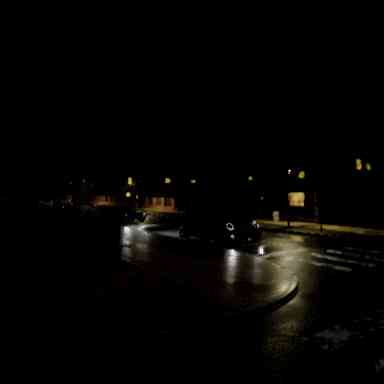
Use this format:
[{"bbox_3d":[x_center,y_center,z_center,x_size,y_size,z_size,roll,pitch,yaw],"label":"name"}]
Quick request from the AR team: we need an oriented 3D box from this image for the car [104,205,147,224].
[{"bbox_3d":[-5.380,1.741,26.504,1.895,1.301,4.718,-1,1,-33],"label":"car"}]

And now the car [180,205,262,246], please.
[{"bbox_3d":[1.277,1.495,16.445,2.097,1.767,4.553,-1,0,-33],"label":"car"}]

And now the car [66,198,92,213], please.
[{"bbox_3d":[-12.891,1.734,37.880,1.895,1.301,4.718,-1,1,-33],"label":"car"}]

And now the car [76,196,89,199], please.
[{"bbox_3d":[-16.016,1.439,47.892,2.097,1.767,4.553,-1,1,-33],"label":"car"}]
